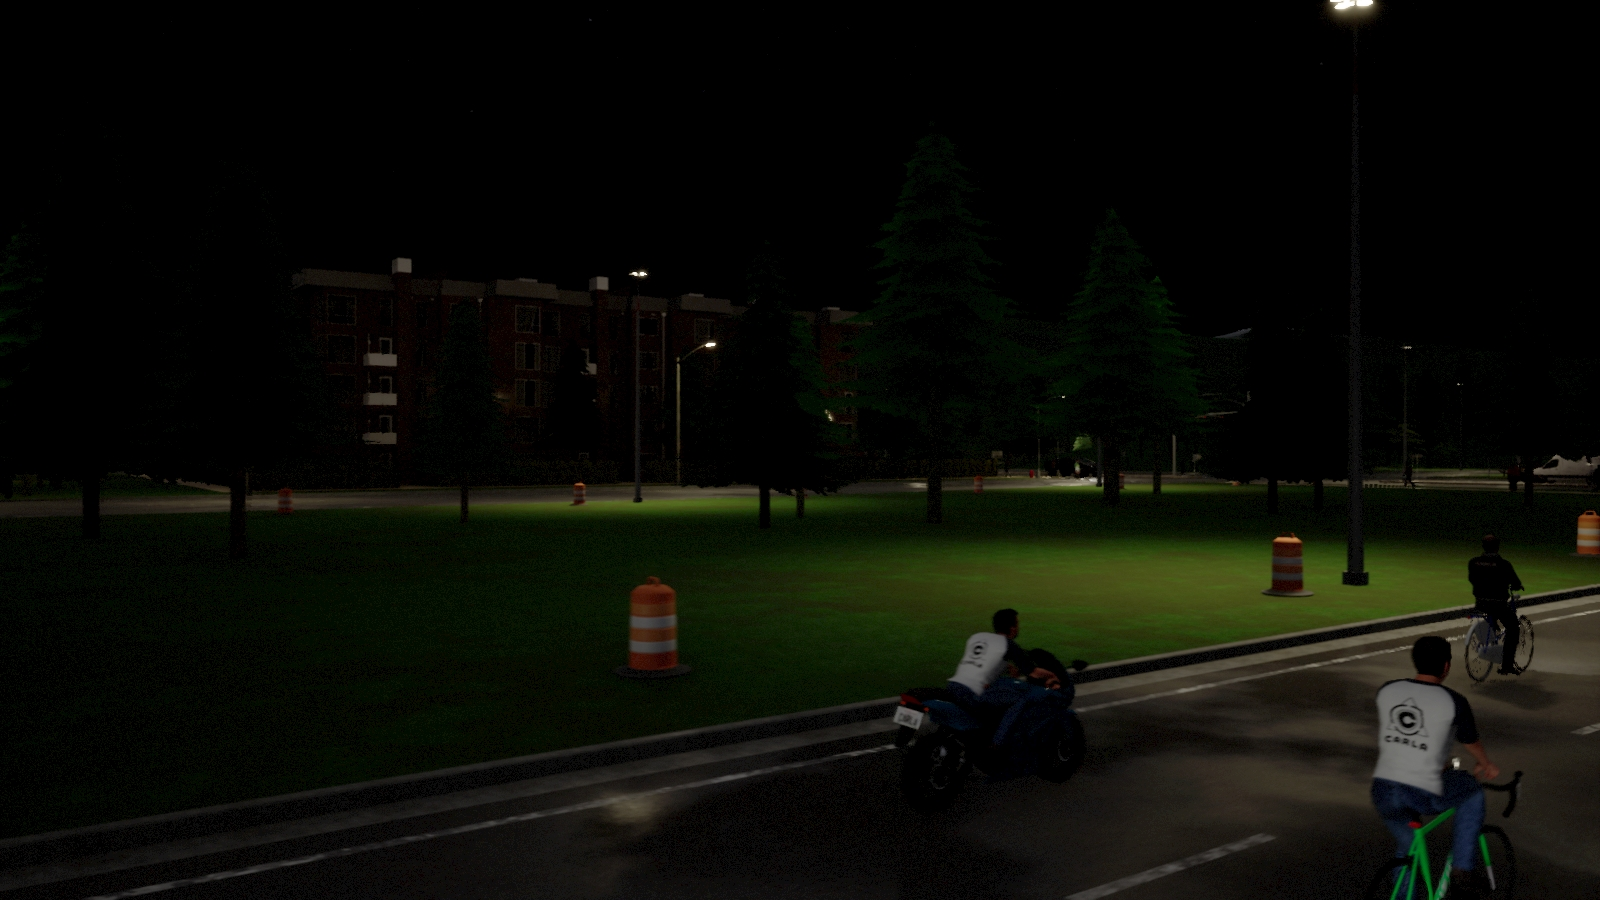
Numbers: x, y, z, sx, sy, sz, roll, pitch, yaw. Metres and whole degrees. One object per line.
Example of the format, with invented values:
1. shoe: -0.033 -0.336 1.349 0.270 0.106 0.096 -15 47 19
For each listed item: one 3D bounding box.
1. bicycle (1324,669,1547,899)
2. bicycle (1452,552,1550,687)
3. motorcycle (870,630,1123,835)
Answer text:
1. bicycle: 3.494 2.057 6.230 1.643 1.496 0.373 1 0 -35
2. bicycle: 8.695 2.063 14.146 1.835 1.471 0.329 0 0 -35
3. motorcycle: 1.607 2.187 9.182 2.033 1.199 0.803 0 0 -35
